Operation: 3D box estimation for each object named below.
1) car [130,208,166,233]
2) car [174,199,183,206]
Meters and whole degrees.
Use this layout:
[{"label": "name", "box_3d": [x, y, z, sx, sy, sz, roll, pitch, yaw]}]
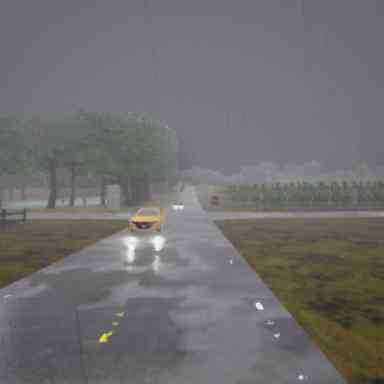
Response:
[{"label": "car", "box_3d": [-2.812, 1.775, 21.987, 1.882, 1.535, 5.008, 0, -1, 0]}, {"label": "car", "box_3d": [-2.777, 2.147, 69.901, 2.128, 1.511, 4.902, 0, 0, 0]}]
